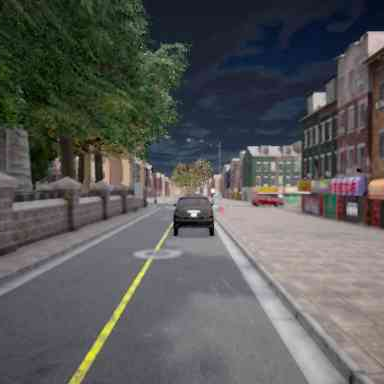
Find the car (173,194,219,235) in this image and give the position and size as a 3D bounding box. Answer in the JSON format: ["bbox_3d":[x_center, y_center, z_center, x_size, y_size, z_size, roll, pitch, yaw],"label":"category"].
[{"bbox_3d":[0.087,1.204,18.864,2.150,2.045,5.566,0,0,0],"label":"car"}]

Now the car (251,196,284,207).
[{"bbox_3d":[11.784,1.504,52.103,5.009,1.841,2.192,1,0,0],"label":"car"}]

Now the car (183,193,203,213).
[{"bbox_3d":[0.107,1.200,38.318,2.150,2.045,5.566,0,0,0],"label":"car"}]
